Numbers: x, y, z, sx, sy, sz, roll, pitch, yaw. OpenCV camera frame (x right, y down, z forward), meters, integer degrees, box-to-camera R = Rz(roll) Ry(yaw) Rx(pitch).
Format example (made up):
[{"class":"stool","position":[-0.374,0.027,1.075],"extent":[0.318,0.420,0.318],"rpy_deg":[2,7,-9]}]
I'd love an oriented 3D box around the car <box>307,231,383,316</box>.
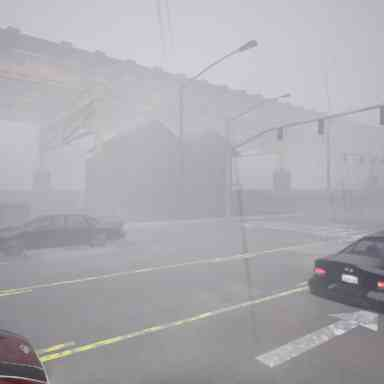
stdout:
[{"class":"car","position":[4.780,1.548,7.197],"extent":[5.357,1.411,2.033],"rpy_deg":[0,0,-35]}]

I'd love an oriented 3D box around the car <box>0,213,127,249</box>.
[{"class":"car","position":[-5.299,1.548,13.111],"extent":[5.357,1.411,2.033],"rpy_deg":[0,0,-36]}]

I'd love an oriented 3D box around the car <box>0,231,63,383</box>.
[{"class":"car","position":[-3.049,1.352,1.572],"extent":[4.553,1.767,2.097],"rpy_deg":[0,0,-36]}]
